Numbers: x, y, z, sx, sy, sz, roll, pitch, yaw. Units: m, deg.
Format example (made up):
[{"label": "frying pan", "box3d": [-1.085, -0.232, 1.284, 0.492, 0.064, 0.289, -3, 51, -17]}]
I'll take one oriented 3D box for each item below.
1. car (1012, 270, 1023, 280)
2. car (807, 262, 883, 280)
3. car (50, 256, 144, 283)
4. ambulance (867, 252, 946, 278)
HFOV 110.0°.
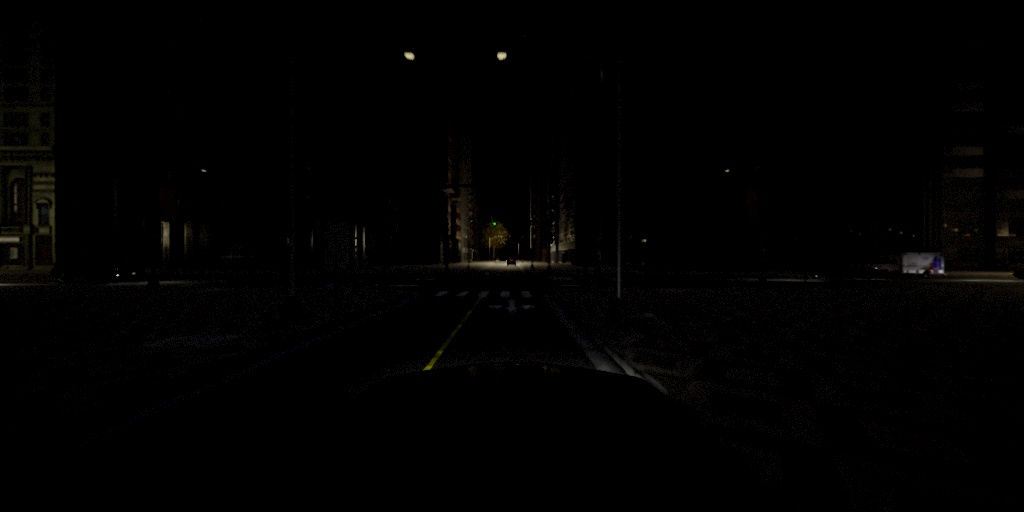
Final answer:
[{"label": "car", "box3d": [46.708, 1.510, 30.948, 4.718, 1.301, 1.895, 0, 0, 0]}, {"label": "car", "box3d": [28.589, 1.417, 31.095, 4.718, 1.301, 1.895, 0, 0, 0]}, {"label": "car", "box3d": [-32.101, 0.986, 27.834, 5.566, 2.045, 2.150, 0, 0, 0]}, {"label": "ambulance", "box3d": [37.038, 0.854, 34.226, 6.366, 2.431, 2.351, 0, 0, 0]}]
